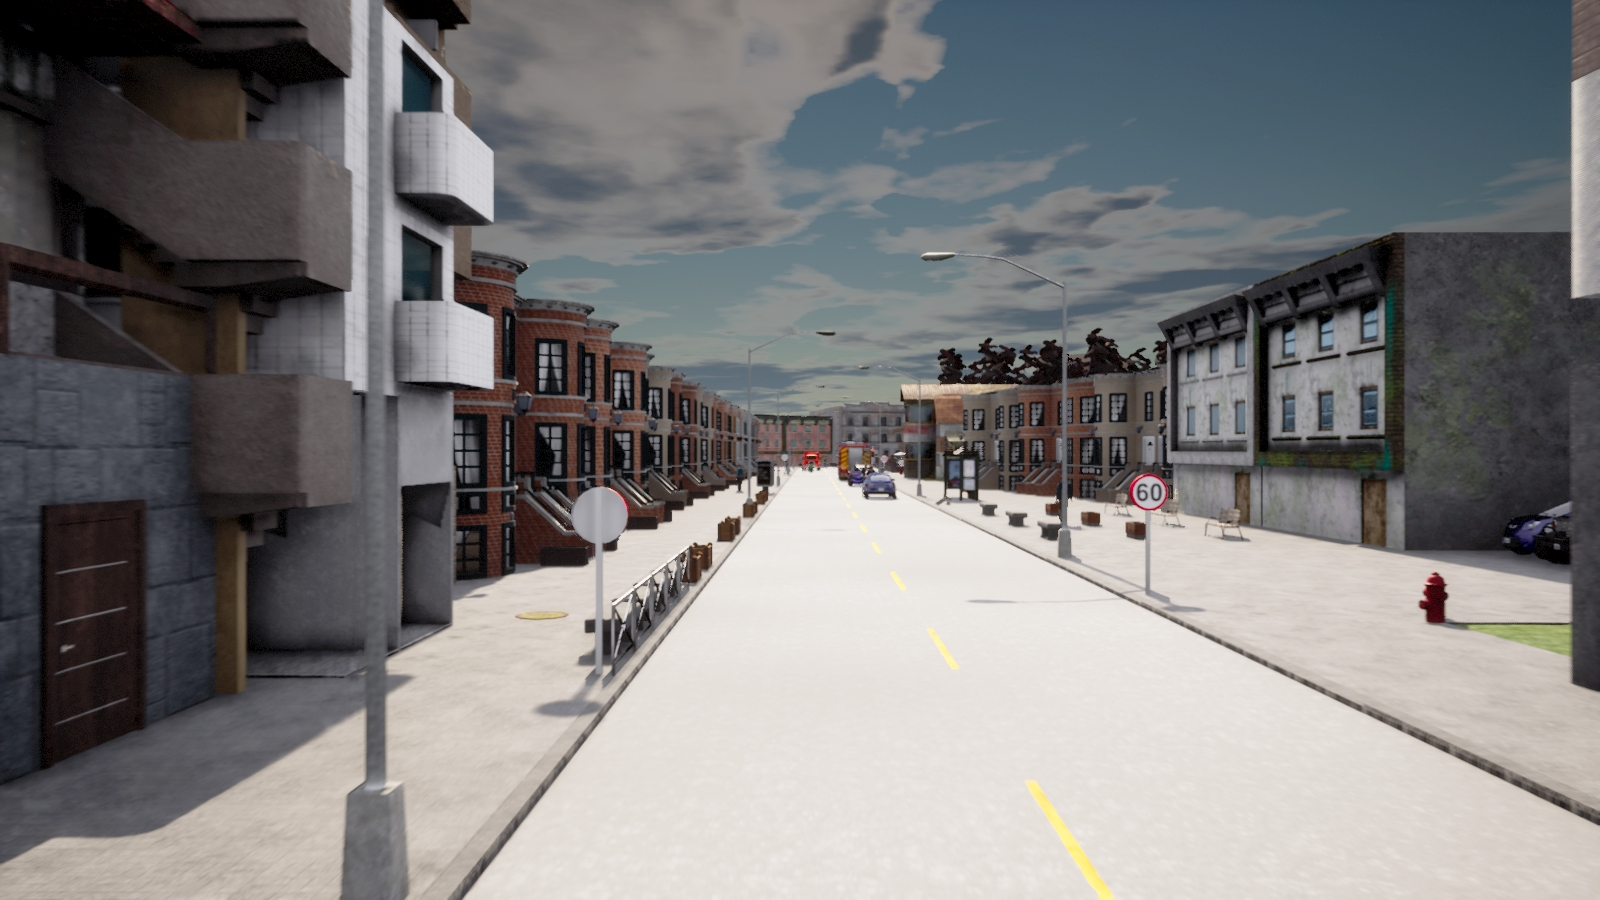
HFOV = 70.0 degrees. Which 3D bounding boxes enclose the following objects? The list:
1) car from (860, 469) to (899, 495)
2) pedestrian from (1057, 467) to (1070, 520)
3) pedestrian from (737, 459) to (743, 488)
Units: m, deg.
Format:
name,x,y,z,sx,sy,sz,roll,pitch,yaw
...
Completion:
name,x,y,z,sx,sy,sz,roll,pitch,yaw
car,4.643,1.861,67.341,2.002,1.442,4.674,0,0,1
pedestrian,9.267,1.525,40.184,0.375,1.860,0.375,0,0,-3
pedestrian,-3.865,1.525,73.259,0.375,1.860,0.375,0,0,-8
